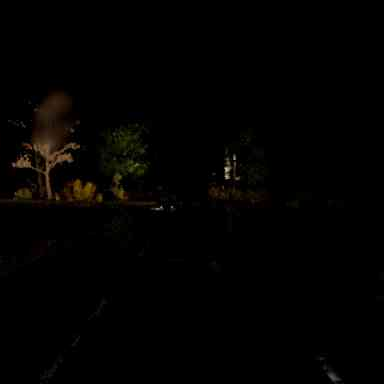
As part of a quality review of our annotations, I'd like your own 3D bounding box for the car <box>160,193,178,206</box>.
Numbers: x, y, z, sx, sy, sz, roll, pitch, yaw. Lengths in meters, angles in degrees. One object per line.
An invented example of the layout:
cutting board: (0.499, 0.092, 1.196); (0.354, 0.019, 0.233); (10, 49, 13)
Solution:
car: (-3.817, 1.221, 52.535); (2.150, 2.045, 5.566); (0, -1, 0)
